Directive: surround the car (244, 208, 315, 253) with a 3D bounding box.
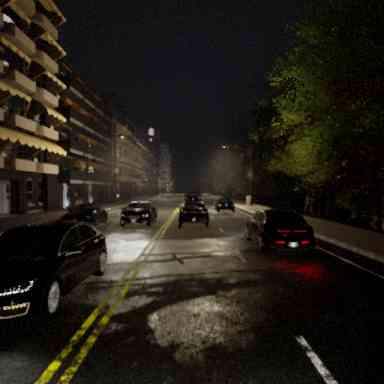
[{"bbox_3d":[3.289,1.407,13.147,1.837,1.490,4.892,0,1,0],"label":"car"}]

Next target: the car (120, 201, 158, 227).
[{"bbox_3d":[-3.303,1.334,21.286,2.128,1.511,4.902,0,0,0],"label":"car"}]

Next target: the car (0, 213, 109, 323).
[{"bbox_3d":[-3.281,1.449,7.393,1.837,1.490,4.892,0,0,2],"label":"car"}]

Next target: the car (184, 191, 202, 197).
[{"bbox_3d":[0.112,0.906,43.292,2.150,2.045,5.566,0,1,0],"label":"car"}]

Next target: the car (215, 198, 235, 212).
[{"bbox_3d":[3.353,1.291,34.694,2.033,1.411,5.357,0,0,0],"label":"car"}]

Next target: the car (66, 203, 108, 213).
[{"bbox_3d":[-6.559,1.410,20.632,1.994,1.385,4.181,0,0,0],"label":"car"}]

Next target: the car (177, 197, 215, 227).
[{"bbox_3d":[0.105,1.333,21.200,2.128,1.511,4.902,0,1,0],"label":"car"}]
